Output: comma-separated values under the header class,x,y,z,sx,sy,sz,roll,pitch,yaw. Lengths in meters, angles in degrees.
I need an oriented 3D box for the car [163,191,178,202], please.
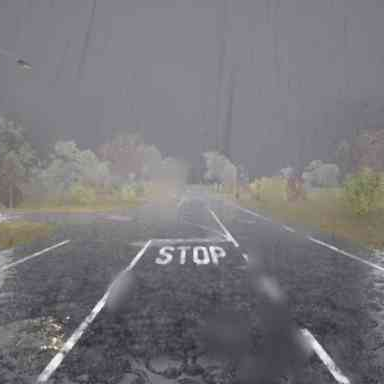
class,x,y,z,sx,sy,sz,roll,pitch,yaw
car,-3.411,0.625,53.260,2.097,1.767,4.553,0,1,0
